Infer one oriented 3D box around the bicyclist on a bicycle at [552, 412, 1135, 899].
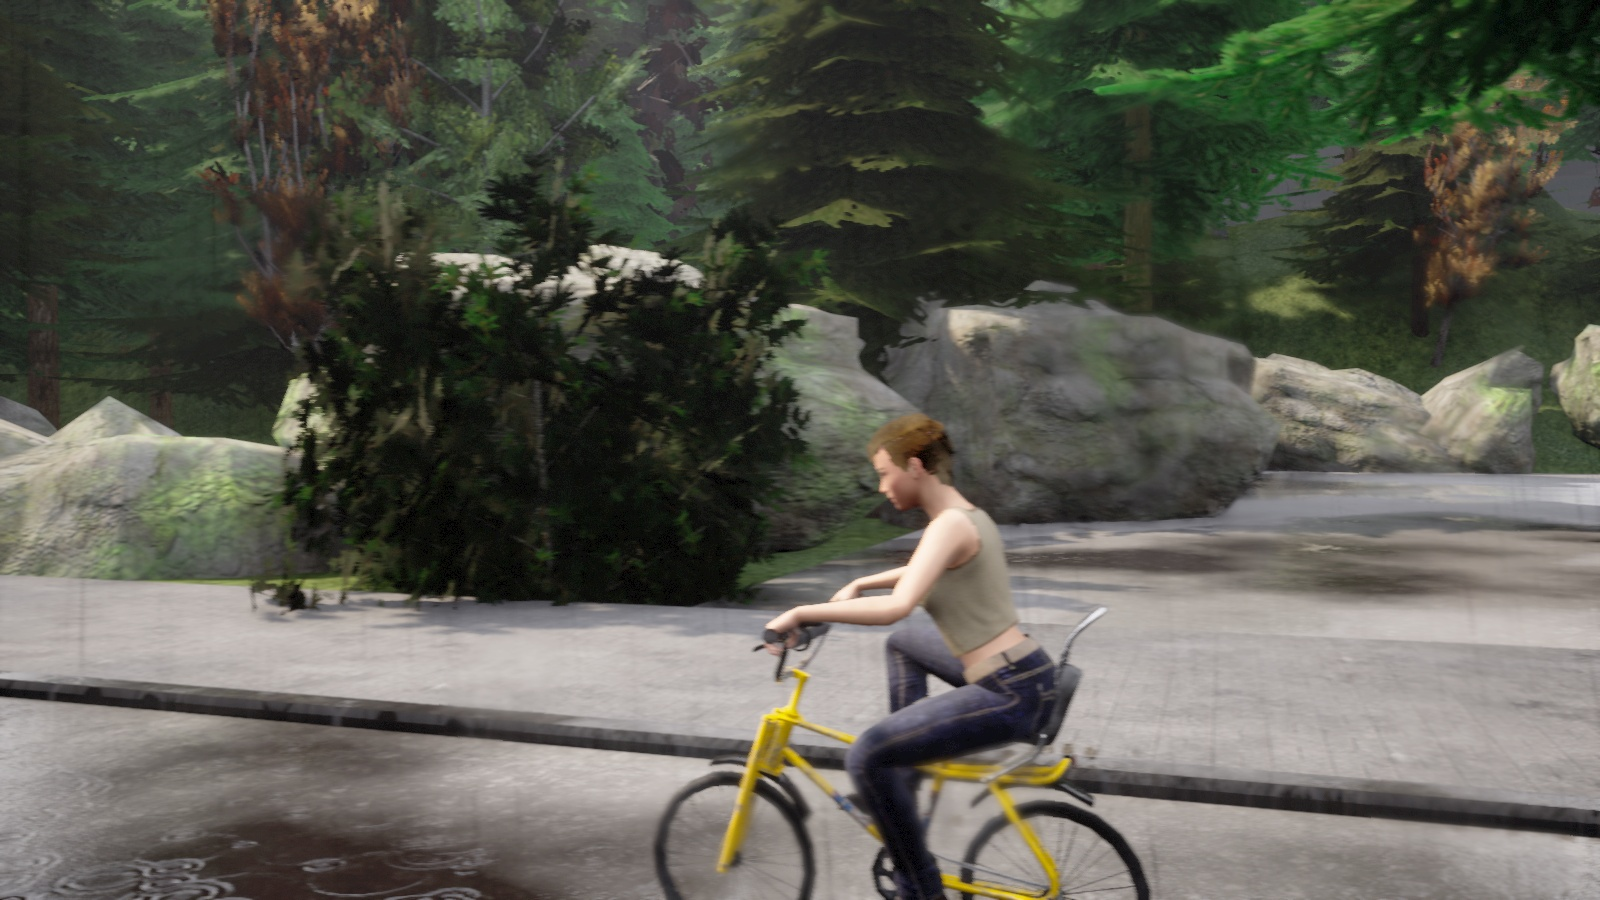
[{"bbox_3d":[0.164,0.702,3.669,1.509,1.612,0.866,1,1,18],"label":"bicyclist on a bicycle"}]
